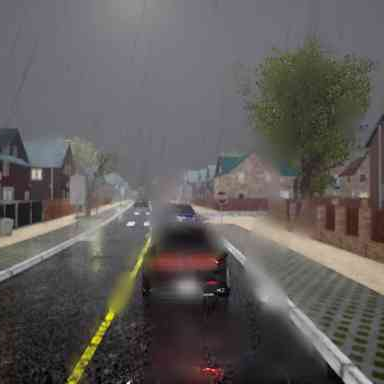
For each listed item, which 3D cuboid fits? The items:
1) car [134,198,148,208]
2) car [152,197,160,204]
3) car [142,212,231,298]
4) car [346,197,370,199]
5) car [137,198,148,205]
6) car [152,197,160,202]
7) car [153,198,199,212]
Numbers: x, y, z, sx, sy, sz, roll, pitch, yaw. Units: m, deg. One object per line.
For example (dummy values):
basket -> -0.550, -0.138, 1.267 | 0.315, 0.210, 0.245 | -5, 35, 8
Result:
car -> -7.563, 1.655, 49.397 | 1.994, 1.385, 4.181 | 0, 0, -7
car -> -7.617, 1.751, 71.503 | 1.837, 1.490, 4.892 | 0, -1, -7
car -> -0.182, 1.498, 8.528 | 1.837, 1.490, 4.892 | 0, 0, -2
car -> 15.977, 1.282, 33.379 | 4.553, 1.767, 2.097 | 0, -1, -8
car -> -9.234, 1.744, 62.326 | 1.994, 1.385, 4.181 | 0, 0, -7
car -> -8.980, 1.847, 81.861 | 1.895, 1.301, 4.718 | 0, -1, -7
car -> -0.708, 1.351, 17.596 | 2.097, 1.767, 4.553 | 0, 0, -3
